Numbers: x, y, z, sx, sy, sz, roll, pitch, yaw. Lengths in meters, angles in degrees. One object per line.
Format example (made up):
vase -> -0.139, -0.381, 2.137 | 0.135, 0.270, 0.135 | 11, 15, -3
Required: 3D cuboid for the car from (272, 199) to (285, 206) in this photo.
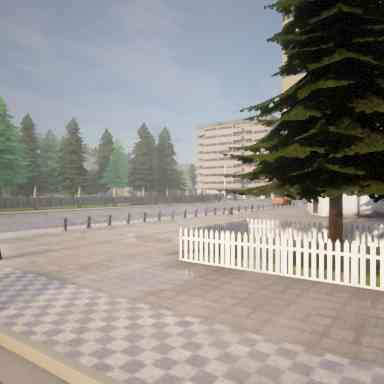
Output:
car -> 15.370, 1.351, 56.721 | 2.097, 1.767, 4.553 | 0, 0, 36
